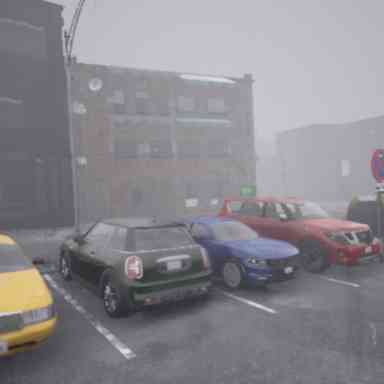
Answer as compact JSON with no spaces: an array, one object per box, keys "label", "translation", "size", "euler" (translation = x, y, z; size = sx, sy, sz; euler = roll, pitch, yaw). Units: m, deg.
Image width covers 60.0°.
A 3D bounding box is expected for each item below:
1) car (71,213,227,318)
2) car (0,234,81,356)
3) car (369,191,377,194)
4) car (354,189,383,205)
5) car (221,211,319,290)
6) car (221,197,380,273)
[{"label":"car","translation":[-1.555,1.367,7.855],"size":[2.185,1.767,4.553],"euler":[0,0,-35]},{"label":"car","translation":[-3.862,1.478,6.022],"size":[1.946,1.575,5.366],"euler":[0,0,-35]},{"label":"car","translation":[17.074,0.722,29.908],"size":[1.994,1.385,4.181],"euler":[-3,0,-14]},{"label":"car","translation":[19.252,0.510,33.965],"size":[1.882,1.535,5.008],"euler":[-3,0,-18]},{"label":"car","translation":[0.729,1.486,9.526],"size":[2.097,1.535,5.008],"euler":[0,0,-35]},{"label":"car","translation":[3.146,1.203,11.205],"size":[2.435,2.045,5.566],"euler":[-1,0,-35]}]
